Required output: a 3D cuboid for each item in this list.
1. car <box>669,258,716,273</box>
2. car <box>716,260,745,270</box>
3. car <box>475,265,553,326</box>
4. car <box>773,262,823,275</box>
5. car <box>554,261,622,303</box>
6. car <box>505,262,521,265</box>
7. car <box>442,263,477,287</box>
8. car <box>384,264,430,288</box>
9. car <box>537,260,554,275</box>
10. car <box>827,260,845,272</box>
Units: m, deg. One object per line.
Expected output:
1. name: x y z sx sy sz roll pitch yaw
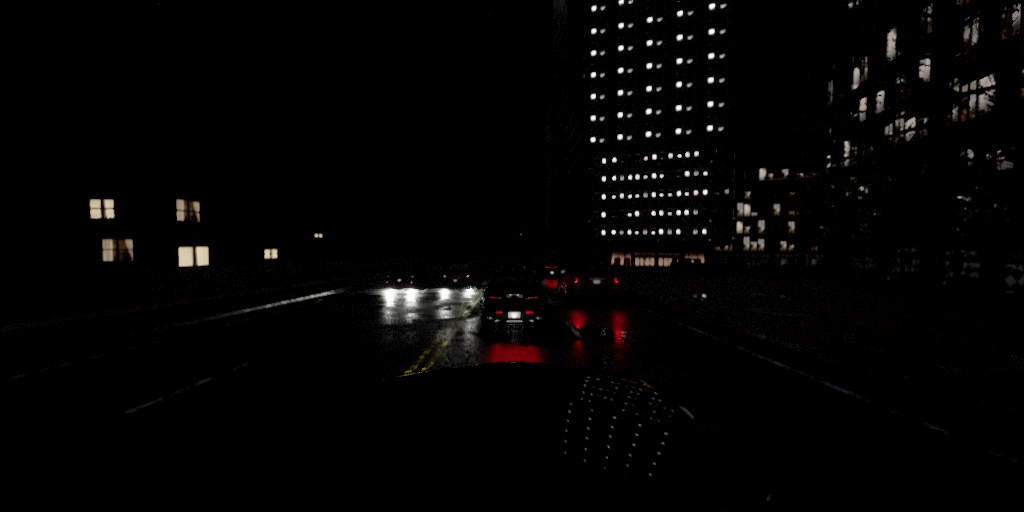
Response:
1. car: 23.020 1.226 46.269 5.009 1.841 2.192 0 0 20
2. car: 31.054 1.282 51.716 4.403 1.370 2.007 0 0 20
3. car: 0.070 1.213 11.471 1.837 1.490 4.892 0 1 0
4. car: 33.666 1.561 42.370 4.507 1.381 1.888 0 0 20
5. car: 3.337 1.039 16.203 2.097 1.767 4.553 0 0 0
6. car: 0.087 1.185 29.360 2.033 1.411 5.357 0 0 0
7. car: -3.345 1.185 23.467 1.812 1.442 4.674 0 0 0
8. car: -6.595 1.226 22.949 1.994 1.385 4.181 0 0 0
9. car: 3.343 1.132 32.292 1.837 1.490 4.892 0 0 0
10. car: 38.989 1.383 40.420 5.009 1.841 2.192 0 0 20
